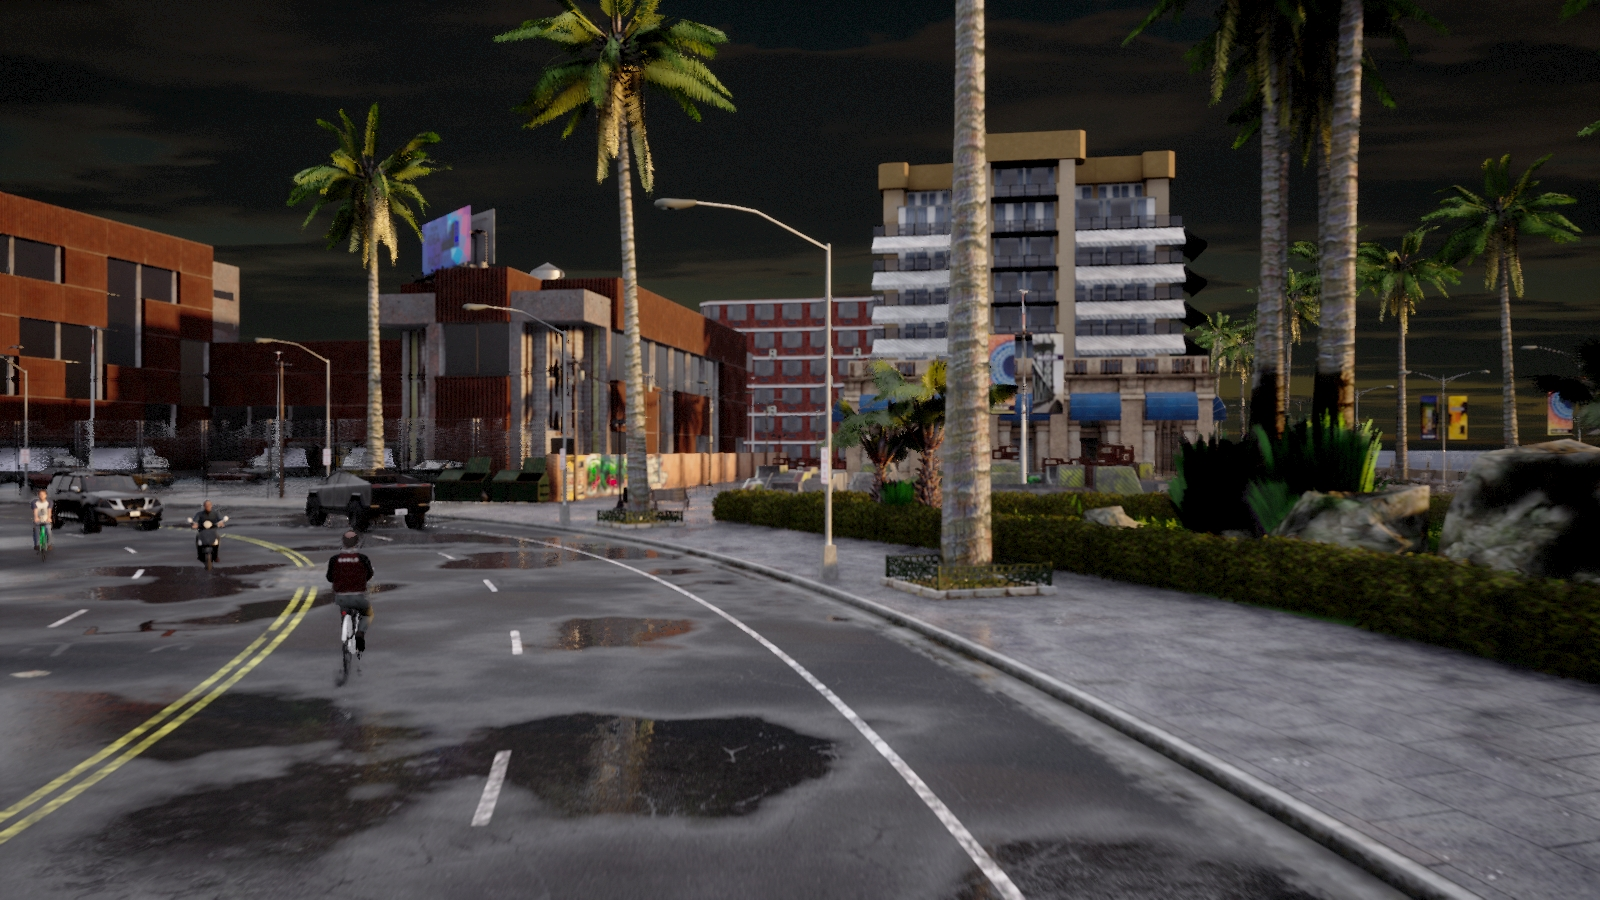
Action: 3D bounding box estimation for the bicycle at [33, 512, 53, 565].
[{"bbox_3d":[-19.073,2.208,28.787,0.373,1.196,1.643,0,1,-35],"label":"bicycle"}]

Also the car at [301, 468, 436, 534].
[{"bbox_3d":[-15.629,1.755,41.147,2.390,2.098,6.274,0,0,-42],"label":"car"}]

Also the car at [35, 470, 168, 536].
[{"bbox_3d":[-24.486,1.782,39.972,5.566,2.045,2.150,0,0,38],"label":"car"}]

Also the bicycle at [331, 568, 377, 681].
[{"bbox_3d":[-5.762,2.211,14.806,0.329,1.171,1.835,-1,0,-15],"label":"bicycle"}]
